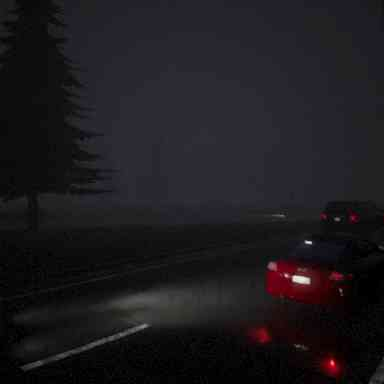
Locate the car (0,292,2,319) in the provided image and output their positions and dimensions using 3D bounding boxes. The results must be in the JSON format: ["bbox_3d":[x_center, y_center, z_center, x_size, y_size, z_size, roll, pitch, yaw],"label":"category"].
[{"bbox_3d":[-5.323,1.578,4.373,4.902,1.511,2.128,0,-1,-29],"label":"car"}]

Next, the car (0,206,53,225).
[{"bbox_3d":[-14.644,1.993,28.762,4.902,1.511,2.128,0,-1,-15],"label":"car"}]

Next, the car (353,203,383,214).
[{"bbox_3d":[24.253,2.229,45.472,4.674,1.442,1.812,1,-1,-32],"label":"car"}]

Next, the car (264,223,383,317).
[{"bbox_3d":[3.478,1.691,7.906,1.994,1.385,4.181,-1,-1,43],"label":"car"}]

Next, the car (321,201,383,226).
[{"bbox_3d":[9.341,1.515,18.783,5.566,2.045,2.150,1,-1,-44],"label":"car"}]

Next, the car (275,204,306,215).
[{"bbox_3d":[12.679,2.246,42.845,4.181,1.385,1.994,0,-1,-29],"label":"car"}]
